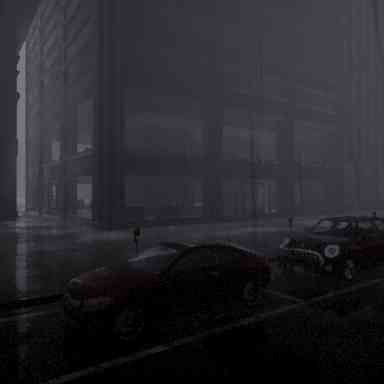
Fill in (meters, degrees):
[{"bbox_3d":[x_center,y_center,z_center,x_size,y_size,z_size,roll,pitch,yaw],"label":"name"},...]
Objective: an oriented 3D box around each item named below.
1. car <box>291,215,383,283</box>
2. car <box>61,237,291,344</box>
[{"bbox_3d":[4.342,1.440,9.629,4.097,1.590,1.967,0,0,-36],"label":"car"},{"bbox_3d":[-0.250,1.582,6.354,4.206,1.307,1.802,0,0,-35],"label":"car"}]
